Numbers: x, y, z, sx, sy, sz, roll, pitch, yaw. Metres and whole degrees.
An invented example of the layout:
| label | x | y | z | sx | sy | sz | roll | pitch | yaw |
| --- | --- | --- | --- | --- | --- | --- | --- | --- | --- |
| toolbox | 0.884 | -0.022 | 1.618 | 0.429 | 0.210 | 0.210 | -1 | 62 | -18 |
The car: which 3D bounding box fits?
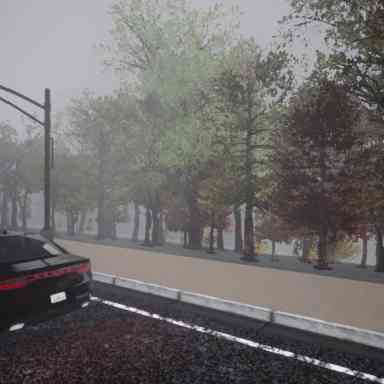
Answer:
| label | x | y | z | sx | sy | sz | roll | pitch | yaw |
| --- | --- | --- | --- | --- | --- | --- | --- | --- | --- |
| car | -4.086 | 1.477 | 6.570 | 5.008 | 1.535 | 1.882 | 0 | 0 | 35 |
